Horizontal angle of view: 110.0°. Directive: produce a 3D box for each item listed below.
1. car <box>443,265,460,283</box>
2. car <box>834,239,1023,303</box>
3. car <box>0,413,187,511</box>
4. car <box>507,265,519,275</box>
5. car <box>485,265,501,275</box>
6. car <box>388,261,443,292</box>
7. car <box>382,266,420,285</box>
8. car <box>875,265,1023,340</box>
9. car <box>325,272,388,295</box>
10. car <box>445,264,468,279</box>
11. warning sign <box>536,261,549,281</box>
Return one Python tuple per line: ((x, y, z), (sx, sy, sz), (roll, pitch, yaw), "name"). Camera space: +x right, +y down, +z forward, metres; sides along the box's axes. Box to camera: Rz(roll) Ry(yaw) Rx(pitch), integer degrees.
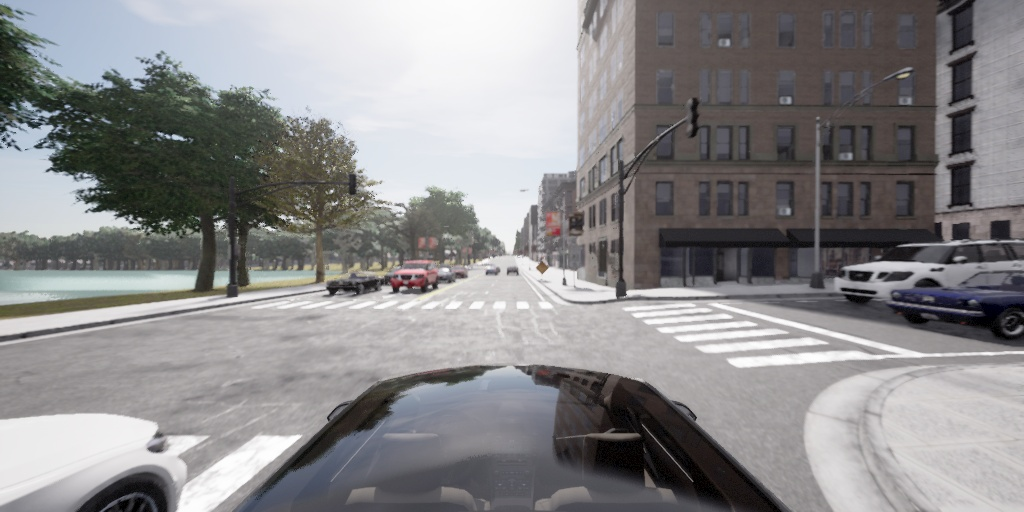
((-6.591, 1.849, 34.417), (1.994, 1.385, 4.181), (0, -1, 1), "car")
((13.572, 0.538, 11.382), (5.566, 2.045, 2.150), (-1, 0, -2), "car")
((-3.161, 1.253, 0.491), (1.812, 1.442, 4.674), (0, -1, 0), "car")
((0.104, 2.185, 55.838), (1.837, 1.490, 4.892), (0, -1, 0), "car")
((-3.143, 2.221, 55.762), (2.033, 1.411, 5.357), (0, -1, 0), "car")
((-6.597, 1.342, 25.035), (2.150, 2.045, 5.566), (0, -1, 0), "car")
((-9.845, 1.717, 32.238), (1.882, 1.535, 5.008), (0, -1, 0), "car")
((11.544, 0.989, 8.079), (4.718, 1.301, 1.895), (-1, 0, -1), "car")
((-9.848, 1.677, 22.833), (1.895, 1.301, 4.718), (0, -1, 0), "car")
((-6.585, 1.943, 44.322), (1.882, 1.535, 5.008), (0, -1, 0), "car")
((2.852, 1.418, 34.254), (1.300, 1.860, 1.060), (0, 0, 0), "warning sign")
